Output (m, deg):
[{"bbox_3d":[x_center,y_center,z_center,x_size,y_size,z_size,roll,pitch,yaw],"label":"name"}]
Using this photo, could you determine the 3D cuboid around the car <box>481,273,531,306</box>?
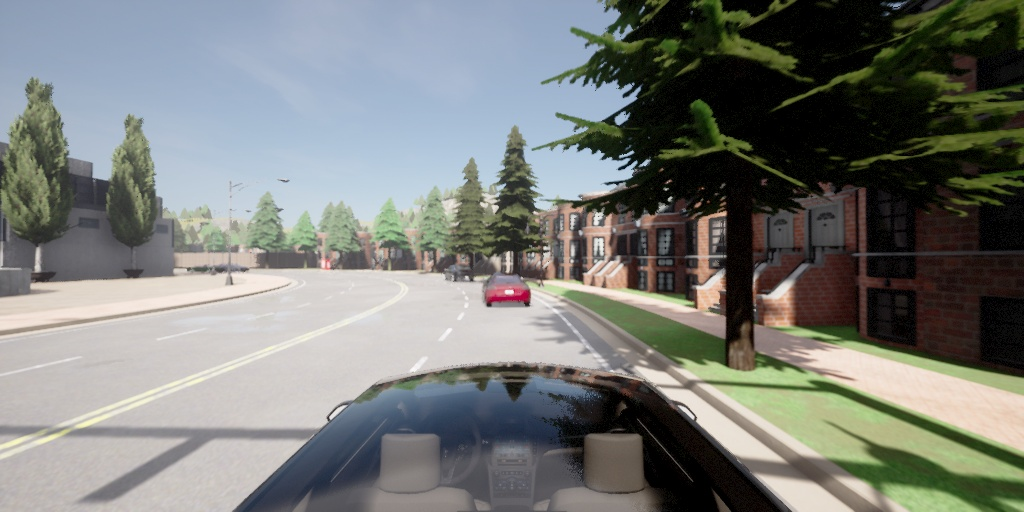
[{"bbox_3d":[-0.348,1.456,16.675,1.994,1.385,4.181,0,0,-7],"label":"car"}]

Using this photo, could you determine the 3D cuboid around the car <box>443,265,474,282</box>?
[{"bbox_3d":[-4.921,1.550,32.696,1.837,1.490,4.892,0,0,-26],"label":"car"}]
